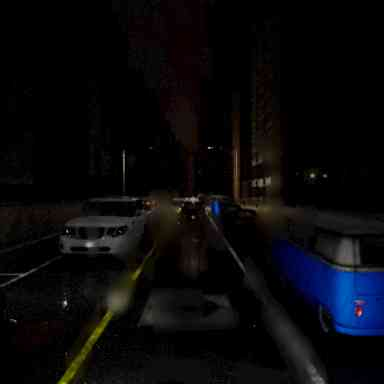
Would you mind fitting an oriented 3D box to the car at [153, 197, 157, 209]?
[{"bbox_3d":[-5.769,1.341,40.356,1.967,1.590,4.097,0,0,0],"label":"car"}]

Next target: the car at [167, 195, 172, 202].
[{"bbox_3d":[-5.774,1.381,68.743,1.887,1.381,4.507,0,0,0],"label":"car"}]

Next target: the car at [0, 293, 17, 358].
[{"bbox_3d":[-3.095,1.543,1.779,2.033,1.411,5.357,0,0,0],"label":"car"}]

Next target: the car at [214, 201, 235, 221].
[{"bbox_3d":[2.759,1.522,23.328,1.802,1.307,4.206,0,0,0],"label":"car"}]

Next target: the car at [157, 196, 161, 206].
[{"bbox_3d":[-5.770,1.413,45.863,1.752,1.417,4.829,0,0,0],"label":"car"}]

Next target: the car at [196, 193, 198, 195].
[{"bbox_3d":[2.748,1.244,85.781,1.967,1.590,4.097,0,0,0],"label":"car"}]

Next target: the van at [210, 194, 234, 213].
[{"bbox_3d":[2.758,1.267,29.005,1.690,1.788,3.998,0,0,0],"label":"van"}]

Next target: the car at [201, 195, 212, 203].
[{"bbox_3d":[2.752,1.372,63.241,1.752,1.417,4.829,0,0,0],"label":"car"}]

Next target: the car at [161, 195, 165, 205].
[{"bbox_3d":[-5.771,1.440,51.711,1.947,1.339,4.313,0,0,0],"label":"car"}]

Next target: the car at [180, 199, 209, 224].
[{"bbox_3d":[0.084,1.463,24.186,1.812,1.442,4.674,0,0,0],"label":"car"}]

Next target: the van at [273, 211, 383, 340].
[{"bbox_3d":[2.762,1.323,6.295,1.690,1.788,3.998,0,0,0],"label":"van"}]

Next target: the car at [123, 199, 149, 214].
[{"bbox_3d":[-5.768,1.465,34.679,2.008,1.369,4.403,0,0,0],"label":"car"}]

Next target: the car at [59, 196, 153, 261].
[{"bbox_3d":[-3.002,1.188,12.542,2.150,2.045,5.566,0,0,0],"label":"car"}]

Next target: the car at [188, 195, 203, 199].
[{"bbox_3d":[0.089,1.438,44.363,2.033,1.411,5.357,0,0,0],"label":"car"}]

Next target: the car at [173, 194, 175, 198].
[{"bbox_3d":[-5.776,1.359,80.097,1.887,1.381,4.507,0,0,0],"label":"car"}]

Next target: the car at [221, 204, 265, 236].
[{"bbox_3d":[2.760,1.535,17.650,1.802,1.307,4.206,0,0,0],"label":"car"}]

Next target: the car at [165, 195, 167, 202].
[{"bbox_3d":[-5.772,1.386,57.217,1.752,1.417,4.829,0,0,0],"label":"car"}]

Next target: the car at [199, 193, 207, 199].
[{"bbox_3d":[2.753,1.175,57.392,2.192,1.841,5.009,0,0,0],"label":"car"}]

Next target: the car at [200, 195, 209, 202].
[{"bbox_3d":[2.750,1.369,74.426,1.887,1.381,4.507,0,0,0],"label":"car"}]

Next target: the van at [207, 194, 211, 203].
[{"bbox_3d":[2.757,1.254,34.683,1.690,1.788,3.998,0,0,0],"label":"van"}]
